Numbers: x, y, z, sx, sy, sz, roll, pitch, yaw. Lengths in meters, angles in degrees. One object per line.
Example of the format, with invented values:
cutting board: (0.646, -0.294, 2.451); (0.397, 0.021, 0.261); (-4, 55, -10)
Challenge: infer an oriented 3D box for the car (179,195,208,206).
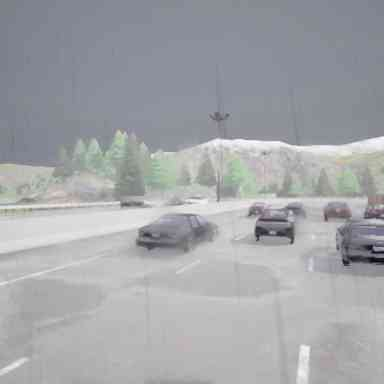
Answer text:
car: (0.610, 1.450, 47.167); (2.150, 2.045, 5.566); (0, 0, 21)

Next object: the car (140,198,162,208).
car: (-5.612, 1.709, 50.500); (1.812, 1.442, 4.674); (0, 0, 21)

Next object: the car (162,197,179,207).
car: (-2.221, 1.563, 49.572); (2.097, 1.767, 4.553); (0, 0, 21)

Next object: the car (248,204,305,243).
car: (4.471, 1.616, 17.099); (2.128, 1.511, 4.902); (0, 0, 21)

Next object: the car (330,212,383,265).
car: (6.176, 1.663, 11.732); (2.033, 1.411, 5.357); (0, 0, 21)

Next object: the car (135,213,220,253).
car: (-0.383, 1.610, 14.177); (2.033, 1.411, 5.357); (0, 0, 21)

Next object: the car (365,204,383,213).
car: (16.761, 1.833, 29.923); (1.812, 1.442, 4.674); (0, 0, 21)

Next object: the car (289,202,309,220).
car: (9.876, 1.752, 31.502); (1.837, 1.490, 4.892); (0, 0, 21)

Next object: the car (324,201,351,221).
car: (12.994, 1.621, 29.852); (2.097, 1.767, 4.553); (0, 0, 21)

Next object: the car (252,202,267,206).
car: (6.959, 1.754, 33.688); (1.812, 1.442, 4.674); (0, 0, 21)

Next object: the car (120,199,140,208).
car: (-9.159, 1.751, 51.017); (1.895, 1.301, 4.718); (0, 0, 21)
